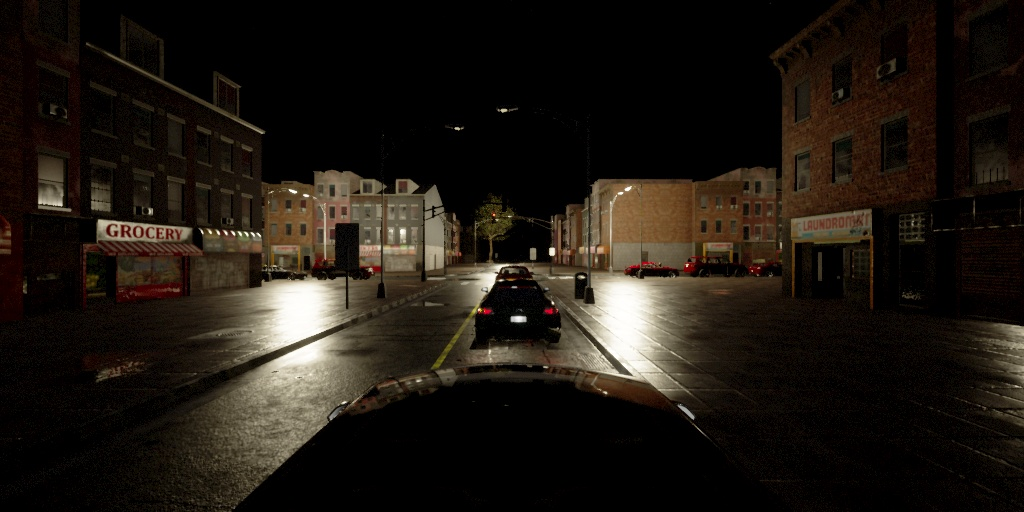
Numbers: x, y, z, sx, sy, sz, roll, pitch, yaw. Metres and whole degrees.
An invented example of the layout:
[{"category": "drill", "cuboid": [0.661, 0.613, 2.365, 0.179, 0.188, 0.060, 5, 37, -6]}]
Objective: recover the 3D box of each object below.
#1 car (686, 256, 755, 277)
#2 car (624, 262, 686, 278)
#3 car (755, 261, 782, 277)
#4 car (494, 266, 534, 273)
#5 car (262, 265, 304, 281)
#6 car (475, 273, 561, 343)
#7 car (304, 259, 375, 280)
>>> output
[{"category": "car", "cuboid": [17.391, 0.948, 30.731, 5.009, 1.841, 2.192, 0, 0, 0]}, {"category": "car", "cuboid": [11.957, 1.217, 30.723, 4.507, 1.381, 1.888, 0, 0, 0]}, {"category": "car", "cuboid": [22.825, 1.141, 30.739, 4.507, 1.381, 1.888, 0, 0, 0]}, {"category": "car", "cuboid": [0.106, 1.236, 18.612, 1.882, 1.535, 5.008, 0, 0, 0]}, {"category": "car", "cuboid": [-19.877, 1.473, 30.677, 4.313, 1.339, 1.948, 0, 0, 0]}, {"category": "car", "cuboid": [0.110, 1.316, 9.648, 1.994, 1.385, 4.181, 0, 0, -1]}, {"category": "car", "cuboid": [-14.451, 1.180, 30.685, 5.009, 1.841, 2.192, 0, 0, 0]}]
